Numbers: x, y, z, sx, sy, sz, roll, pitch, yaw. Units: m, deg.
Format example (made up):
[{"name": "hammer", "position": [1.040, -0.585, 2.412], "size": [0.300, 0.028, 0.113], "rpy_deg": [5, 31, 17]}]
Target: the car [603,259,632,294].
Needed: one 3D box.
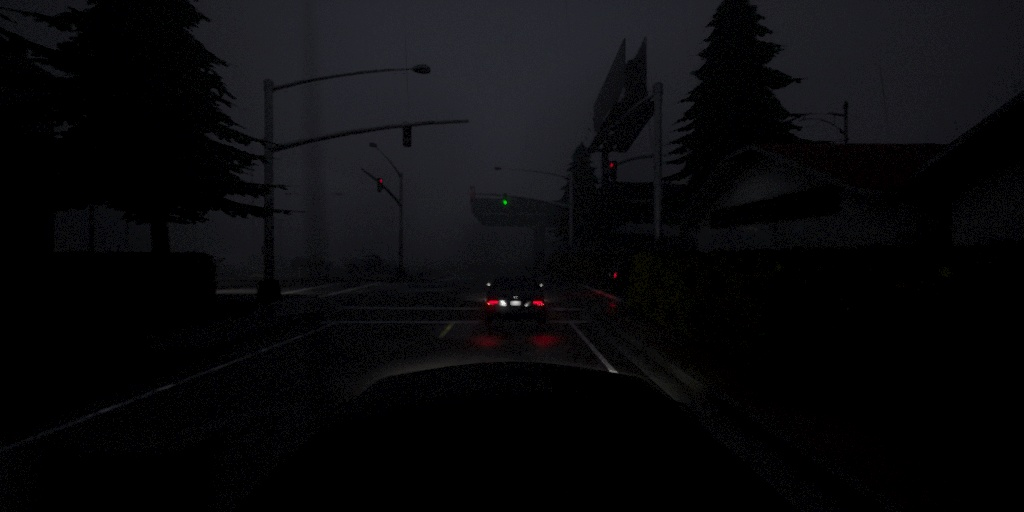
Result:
[{"name": "car", "position": [7.118, 0.937, 18.389], "size": [4.553, 1.767, 2.097], "rpy_deg": [-1, 0, 0]}]

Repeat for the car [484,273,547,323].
[{"name": "car", "position": [0.102, 1.276, 12.087], "size": [2.033, 1.411, 5.357], "rpy_deg": [0, 1, 0]}]

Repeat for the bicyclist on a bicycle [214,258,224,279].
[{"name": "bicyclist on a bicycle", "position": [-21.271, 0.847, 25.035], "size": [1.656, 1.620, 0.582], "rpy_deg": [0, 0, 6]}]

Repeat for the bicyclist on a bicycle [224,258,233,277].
[{"name": "bicyclist on a bicycle", "position": [-24.528, 0.960, 30.153], "size": [1.656, 1.620, 0.582], "rpy_deg": [1, 0, -41]}]
